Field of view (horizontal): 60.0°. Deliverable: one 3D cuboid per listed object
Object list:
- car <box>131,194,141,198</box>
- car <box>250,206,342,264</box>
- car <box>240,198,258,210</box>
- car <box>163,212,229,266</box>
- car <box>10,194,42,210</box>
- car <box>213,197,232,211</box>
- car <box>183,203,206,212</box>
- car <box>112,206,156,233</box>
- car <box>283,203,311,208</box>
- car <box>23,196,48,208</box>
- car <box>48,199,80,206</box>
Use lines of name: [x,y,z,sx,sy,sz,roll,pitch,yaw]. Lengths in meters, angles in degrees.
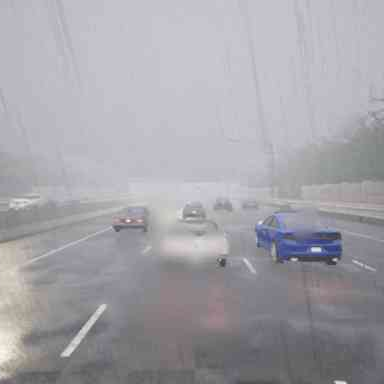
car: [-13.337,1.192,79.148,1.882,1.535,5.008,0,0,1]
car: [3.520,1.488,11.878,1.882,1.535,5.008,0,0,0]
car: [7.304,1.554,42.737,2.128,1.511,4.902,0,0,1]
car: [0.119,1.610,11.567,1.895,1.301,4.718,0,0,0]
car: [-20.876,1.282,42.441,2.150,2.045,5.566,0,0,1]
car: [3.689,1.411,41.270,2.097,1.767,4.553,0,0,1]
car: [0.198,1.602,28.979,1.994,1.385,4.181,0,0,0]
car: [-3.349,1.568,19.985,2.033,1.411,5.357,0,0,0]
car: [7.152,1.506,23.245,1.882,1.535,5.008,0,0,0]
car: [-17.410,1.531,39.313,1.882,1.535,5.008,0,0,1]
car: [-13.930,1.556,37.390,1.837,1.490,4.892,0,0,1]
